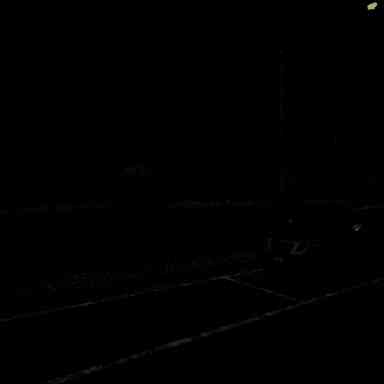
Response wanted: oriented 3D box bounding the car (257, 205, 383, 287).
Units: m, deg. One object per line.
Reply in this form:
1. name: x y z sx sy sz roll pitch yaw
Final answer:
1. car: 4.124 1.313 9.478 5.009 1.841 2.192 0 0 -36
